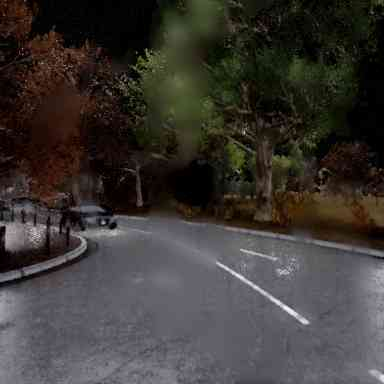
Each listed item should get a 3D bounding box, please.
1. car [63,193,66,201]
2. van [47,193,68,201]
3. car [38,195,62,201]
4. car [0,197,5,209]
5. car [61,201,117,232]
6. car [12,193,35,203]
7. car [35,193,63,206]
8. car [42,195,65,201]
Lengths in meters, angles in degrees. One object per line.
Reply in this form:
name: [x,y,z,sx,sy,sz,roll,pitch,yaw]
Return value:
car: [-24.245,1.299,65.831,2.097,1.767,4.553,0,0,-6]
van: [-33.924,1.143,84.010,4.442,1.987,1.878,0,0,-6]
car: [-33.410,1.415,78.381,4.674,1.452,2.002,0,0,-6]
car: [-23.840,1.382,39.937,1.837,1.490,4.892,-1,0,-20]
car: [-6.030,1.449,19.290,1.994,1.385,4.181,0,0,-40]
car: [-31.868,1.129,64.336,5.566,2.045,2.435,0,0,-6]
car: [-22.865,1.283,53.468,2.097,1.767,4.553,0,0,-6]
car: [-33.756,1.401,81.186,4.792,1.488,2.163,0,0,-6]
